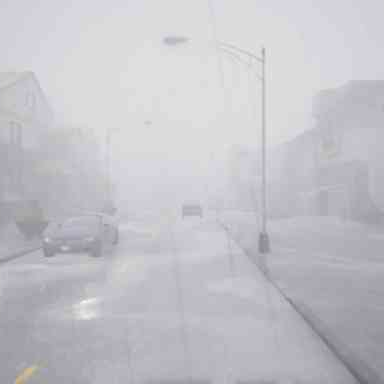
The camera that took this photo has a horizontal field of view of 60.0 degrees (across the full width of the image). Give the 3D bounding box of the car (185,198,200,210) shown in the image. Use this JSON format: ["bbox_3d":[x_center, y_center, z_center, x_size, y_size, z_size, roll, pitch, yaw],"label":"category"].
[{"bbox_3d":[0.061,1.594,45.854,1.882,1.535,5.008,0,0,1],"label":"car"}]

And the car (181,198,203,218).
[{"bbox_3d":[0.017,1.556,30.656,1.882,1.535,5.008,0,0,0],"label":"car"}]

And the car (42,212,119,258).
[{"bbox_3d":[-4.096,1.559,13.034,1.812,1.442,4.674,0,0,0],"label":"car"}]
